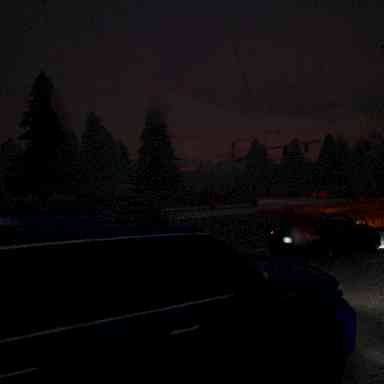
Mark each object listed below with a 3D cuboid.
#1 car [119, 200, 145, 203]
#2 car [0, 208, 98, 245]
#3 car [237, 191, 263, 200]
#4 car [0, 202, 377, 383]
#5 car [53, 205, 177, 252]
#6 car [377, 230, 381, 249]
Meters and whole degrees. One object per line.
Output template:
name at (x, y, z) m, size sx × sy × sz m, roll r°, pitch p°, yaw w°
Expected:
car at (-4.352, 1.350, 22.363) m, size 4.892 × 1.490 × 1.837 m, roll -2°, pitch 1°, yaw -35°
car at (-7.204, 1.577, 16.046) m, size 4.718 × 1.301 × 1.895 m, roll -1°, pitch 1°, yaw -35°
car at (9.438, 0.581, 54.195) m, size 2.128 × 1.511 × 4.902 m, roll -2°, pitch 1°, yaw -35°
car at (-0.724, 1.216, 3.223) m, size 5.566 × 2.045 × 2.150 m, roll 0°, pitch 0°, yaw -35°
car at (-3.250, 1.438, 14.561) m, size 4.892 × 1.490 × 1.837 m, roll -2°, pitch 1°, yaw -35°
car at (4.546, 1.387, 11.273) m, size 4.181 × 1.385 × 1.994 m, roll -2°, pitch 1°, yaw -35°
